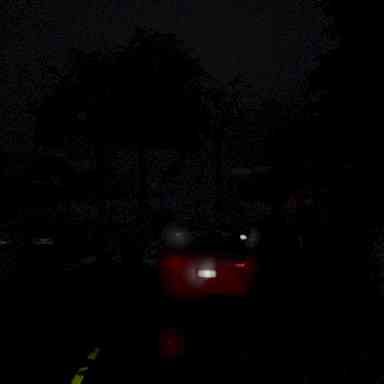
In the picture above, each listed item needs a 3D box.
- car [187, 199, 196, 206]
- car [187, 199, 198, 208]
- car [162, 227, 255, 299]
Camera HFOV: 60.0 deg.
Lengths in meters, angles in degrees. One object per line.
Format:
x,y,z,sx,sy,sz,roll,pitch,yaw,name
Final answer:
-0.011,2.198,70.791,1.837,1.490,4.892,0,-1,0,car
0.089,2.047,56.871,1.994,1.385,4.181,0,-1,0,car
0.477,1.595,8.574,1.994,1.385,4.181,0,0,5,car
